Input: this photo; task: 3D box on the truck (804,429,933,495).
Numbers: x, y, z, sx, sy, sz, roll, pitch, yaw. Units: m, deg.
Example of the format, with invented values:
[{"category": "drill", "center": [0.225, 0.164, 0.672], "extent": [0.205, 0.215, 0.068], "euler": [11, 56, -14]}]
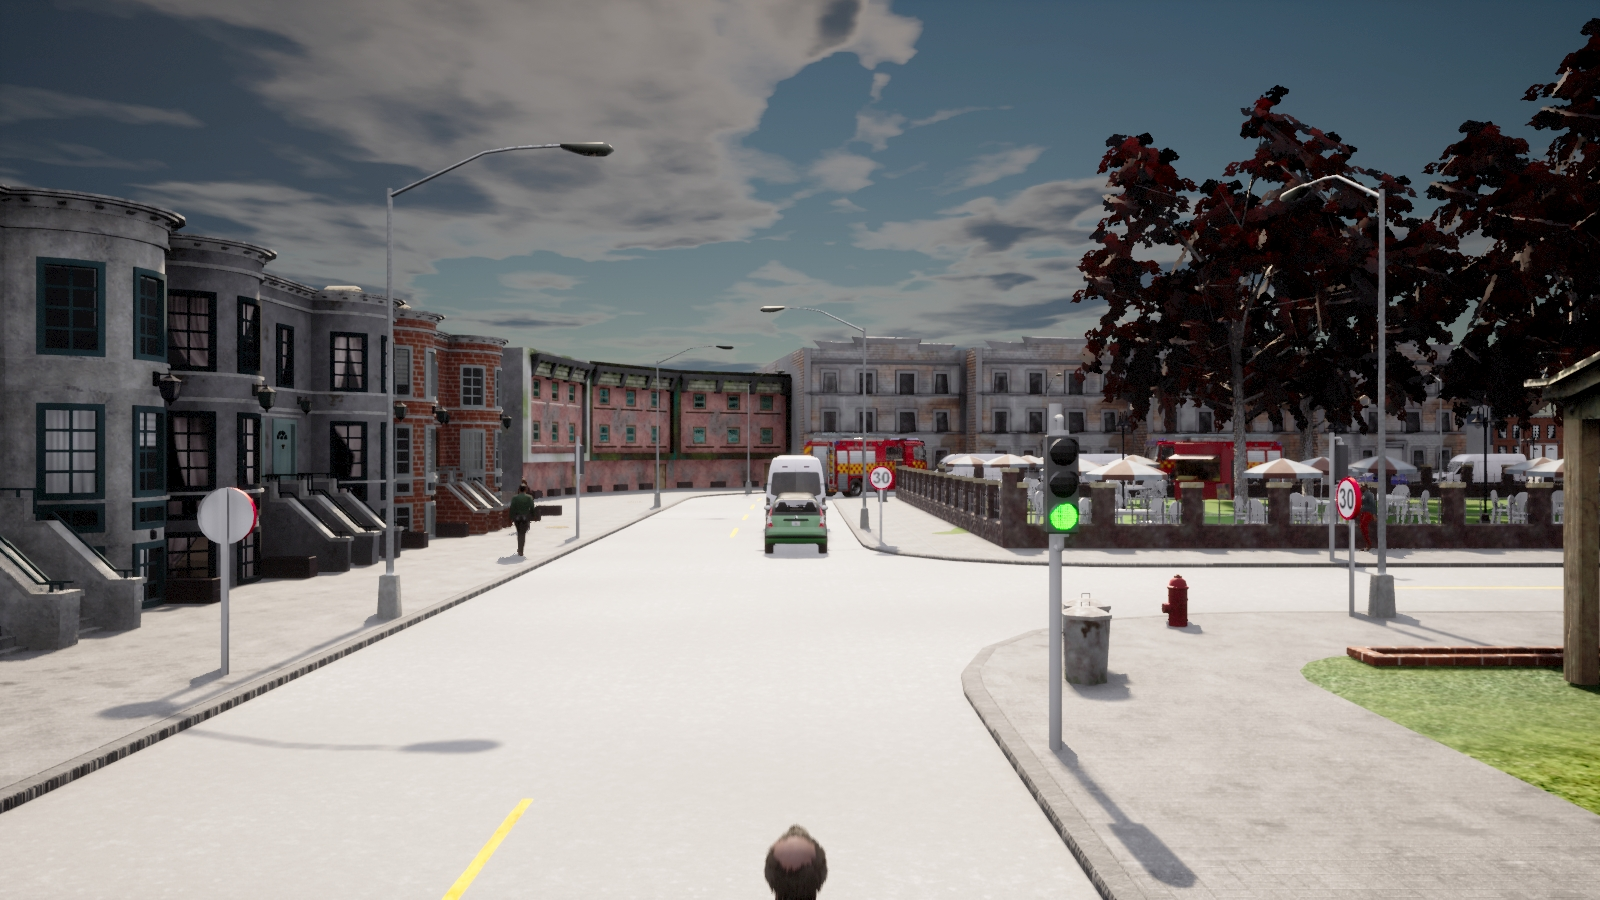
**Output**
[{"category": "truck", "center": [4.295, 0.672, 70.228], "extent": [8.468, 3.827, 2.891], "euler": [0, 0, -43]}]

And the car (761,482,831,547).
[{"category": "car", "center": [-0.119, 1.779, 32.373], "extent": [1.851, 1.617, 3.988], "euler": [0, 0, 0]}]

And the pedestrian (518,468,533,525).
[{"category": "pedestrian", "center": [-9.064, 1.524, 37.704], "extent": [0.375, 1.860, 0.375], "euler": [0, 0, 2]}]

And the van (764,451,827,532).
[{"category": "van", "center": [-0.147, 1.315, 39.074], "extent": [1.988, 2.561, 5.915], "euler": [0, 0, 0]}]

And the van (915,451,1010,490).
[{"category": "van", "center": [10.550, 1.314, 74.428], "extent": [5.915, 2.561, 1.988], "euler": [0, 0, 0]}]

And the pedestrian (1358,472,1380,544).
[{"category": "pedestrian", "center": [14.940, 1.517, 30.005], "extent": [0.375, 1.860, 0.375], "euler": [0, 0, 1]}]

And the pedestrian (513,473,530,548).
[{"category": "pedestrian", "center": [-7.043, 1.524, 28.891], "extent": [0.375, 1.860, 0.375], "euler": [0, 0, -6]}]
